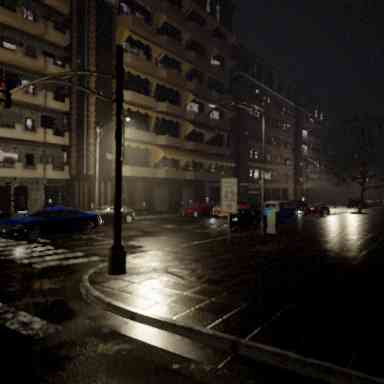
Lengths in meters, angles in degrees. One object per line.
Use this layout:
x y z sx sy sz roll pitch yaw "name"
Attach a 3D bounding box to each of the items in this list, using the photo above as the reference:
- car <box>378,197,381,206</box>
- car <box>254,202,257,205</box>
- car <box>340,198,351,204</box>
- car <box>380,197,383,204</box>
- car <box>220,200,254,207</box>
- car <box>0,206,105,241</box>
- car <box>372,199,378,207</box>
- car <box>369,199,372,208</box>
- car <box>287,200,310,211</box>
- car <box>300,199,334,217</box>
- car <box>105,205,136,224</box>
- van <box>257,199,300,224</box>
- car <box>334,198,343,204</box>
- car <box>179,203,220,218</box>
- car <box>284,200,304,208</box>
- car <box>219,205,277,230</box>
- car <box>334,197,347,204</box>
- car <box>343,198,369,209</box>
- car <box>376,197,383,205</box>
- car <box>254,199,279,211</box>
36.801 2.253 67.967 1.887 1.381 4.507 1 0 36 "car"
7.107 1.842 41.735 1.802 1.307 4.206 1 0 36 "car"
39.789 2.223 86.174 1.752 1.417 4.829 1 0 36 "car"
40.079 2.302 72.425 2.008 1.369 4.403 1 0 36 "car"
3.882 1.581 32.963 2.097 1.767 4.553 1 0 36 "car"
-7.329 1.551 17.563 1.882 1.535 5.008 1 0 35 "car"
33.523 2.105 63.510 1.967 1.590 4.097 1 0 36 "car"
30.243 2.203 59.051 1.802 1.307 4.206 1 0 36 "car"
15.721 1.926 48.906 1.812 1.442 4.674 1 0 36 "car"
13.854 1.839 36.764 1.967 1.590 4.097 1 0 36 "car"
-6.006 1.629 23.904 2.008 1.369 4.403 1 0 36 "car"
7.298 1.649 27.849 1.690 1.788 3.998 1 0 36 "van"
33.333 2.179 77.396 1.947 1.339 4.313 1 0 36 "car"
0.551 1.714 32.819 1.887 1.381 4.507 1 0 36 "car"
16.942 1.977 55.108 1.802 1.307 4.206 1 0 36 "car"
4.018 1.828 23.391 1.947 1.339 4.313 1 0 36 "car"
36.613 2.096 81.854 1.967 1.590 4.097 1 0 36 "car"
26.968 1.892 54.595 2.192 1.841 5.009 1 0 36 "car"
46.639 2.152 81.340 2.192 1.841 5.009 1 0 36 "car"
10.386 1.746 46.193 1.967 1.590 4.097 1 0 36 "car"
